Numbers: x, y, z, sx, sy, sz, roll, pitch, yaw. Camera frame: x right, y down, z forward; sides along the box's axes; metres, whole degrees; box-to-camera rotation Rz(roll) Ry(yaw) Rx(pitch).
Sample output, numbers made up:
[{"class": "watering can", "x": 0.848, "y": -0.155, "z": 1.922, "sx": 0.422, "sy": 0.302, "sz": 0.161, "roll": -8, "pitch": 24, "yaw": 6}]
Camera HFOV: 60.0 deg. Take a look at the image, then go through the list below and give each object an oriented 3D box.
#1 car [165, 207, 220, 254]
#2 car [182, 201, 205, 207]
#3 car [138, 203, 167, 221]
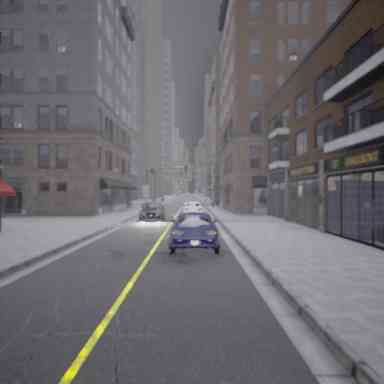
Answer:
[{"class": "car", "x": 0.097, "y": 1.527, "z": 13.405, "sx": 1.812, "sy": 1.442, "sz": 4.674, "roll": 0, "pitch": 0, "yaw": 0}, {"class": "car", "x": 0.101, "y": 1.530, "z": 28.567, "sx": 1.812, "sy": 1.442, "sz": 4.674, "roll": 0, "pitch": 0, "yaw": 0}, {"class": "car", "x": -3.091, "y": 1.568, "z": 26.925, "sx": 1.994, "sy": 1.385, "sz": 4.181, "roll": 0, "pitch": 0, "yaw": 0}]
